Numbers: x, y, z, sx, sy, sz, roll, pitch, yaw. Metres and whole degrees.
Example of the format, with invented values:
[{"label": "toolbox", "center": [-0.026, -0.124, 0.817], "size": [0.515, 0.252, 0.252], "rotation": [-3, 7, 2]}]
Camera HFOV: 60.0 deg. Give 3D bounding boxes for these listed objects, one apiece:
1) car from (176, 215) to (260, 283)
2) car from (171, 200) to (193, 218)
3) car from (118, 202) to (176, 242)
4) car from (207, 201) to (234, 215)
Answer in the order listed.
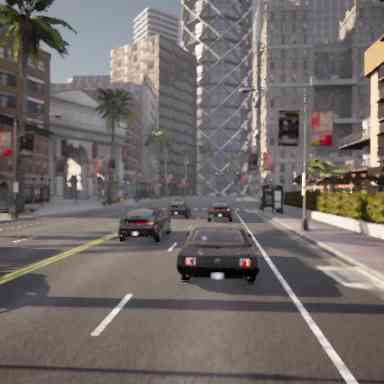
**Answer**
[{"label": "car", "center": [0.765, 1.584, 9.637], "size": [1.895, 1.301, 4.718], "rotation": [0, 0, 5]}, {"label": "car", "center": [-1.065, 1.435, 28.856], "size": [1.837, 1.490, 4.892], "rotation": [0, 0, 5]}, {"label": "car", "center": [-2.168, 1.459, 16.208], "size": [1.837, 1.490, 4.892], "rotation": [0, 1, 5]}, {"label": "car", "center": [2.261, 1.458, 26.740], "size": [1.837, 1.490, 4.892], "rotation": [0, 0, 5]}]
